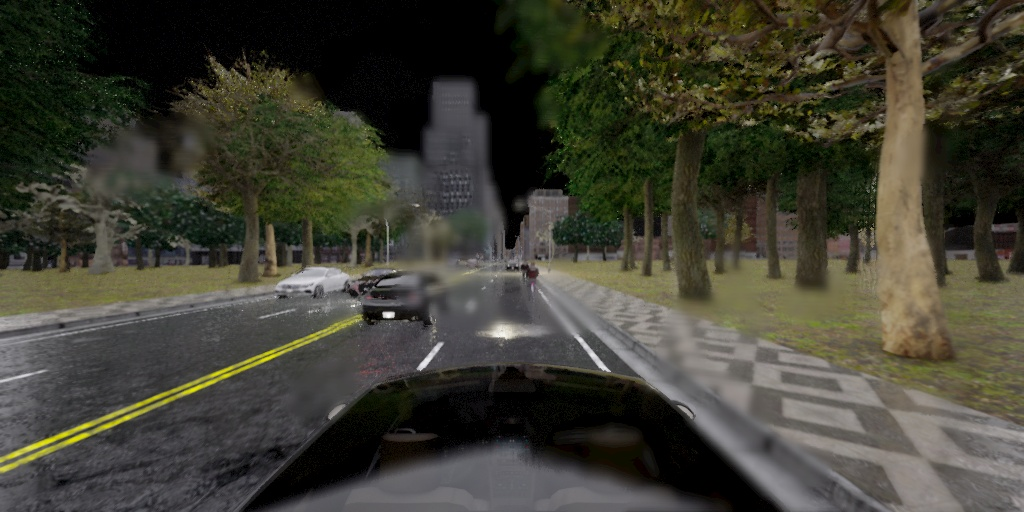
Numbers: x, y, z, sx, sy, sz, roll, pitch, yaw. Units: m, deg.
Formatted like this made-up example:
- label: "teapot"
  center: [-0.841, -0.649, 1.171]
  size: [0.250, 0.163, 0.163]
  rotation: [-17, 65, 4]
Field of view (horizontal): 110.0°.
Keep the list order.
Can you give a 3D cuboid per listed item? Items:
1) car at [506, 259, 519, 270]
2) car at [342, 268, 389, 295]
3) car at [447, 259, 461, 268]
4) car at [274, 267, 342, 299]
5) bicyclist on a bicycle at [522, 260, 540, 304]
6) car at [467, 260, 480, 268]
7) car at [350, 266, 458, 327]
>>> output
- label: "car"
  center: [0.112, 1.401, 54.136]
  size: [1.895, 1.301, 4.718]
  rotation: [0, 0, 0]
- label: "car"
  center: [-6.595, 1.314, 18.293]
  size: [1.994, 1.385, 4.181]
  rotation: [0, 0, 0]
- label: "car"
  center: [-9.785, 1.308, 60.922]
  size: [2.128, 1.511, 4.902]
  rotation: [0, 0, 0]
- label: "car"
  center: [-9.845, 1.276, 18.198]
  size: [1.812, 1.442, 4.674]
  rotation: [0, 0, 0]
- label: "bicyclist on a bicycle"
  center: [0.897, 1.119, 15.576]
  size: [0.659, 1.776, 1.843]
  rotation: [0, 0, 0]
- label: "car"
  center: [-6.533, 1.344, 61.340]
  size: [1.812, 1.442, 4.674]
  rotation: [0, 0, 1]
- label: "car"
  center: [-3.148, 1.253, 11.577]
  size: [1.837, 1.490, 4.892]
  rotation: [0, 0, 0]
